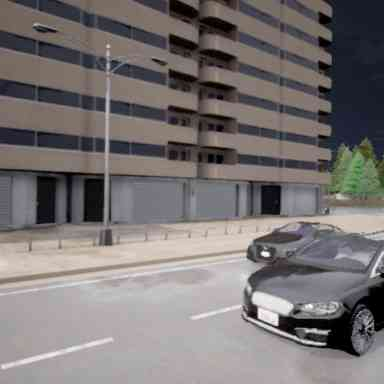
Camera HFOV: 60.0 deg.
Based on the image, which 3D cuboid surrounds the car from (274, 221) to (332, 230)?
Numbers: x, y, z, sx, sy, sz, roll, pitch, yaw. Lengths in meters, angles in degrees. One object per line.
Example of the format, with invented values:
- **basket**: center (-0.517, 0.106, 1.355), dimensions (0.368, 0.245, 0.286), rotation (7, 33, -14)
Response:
- **car**: center (3.797, 1.691, 11.109), dimensions (4.181, 1.385, 1.994), rotation (1, -1, -36)

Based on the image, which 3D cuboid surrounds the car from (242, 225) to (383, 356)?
- **car**: center (3.076, 1.572, 6.278), dimensions (4.902, 1.511, 2.128), rotation (1, -1, -36)
